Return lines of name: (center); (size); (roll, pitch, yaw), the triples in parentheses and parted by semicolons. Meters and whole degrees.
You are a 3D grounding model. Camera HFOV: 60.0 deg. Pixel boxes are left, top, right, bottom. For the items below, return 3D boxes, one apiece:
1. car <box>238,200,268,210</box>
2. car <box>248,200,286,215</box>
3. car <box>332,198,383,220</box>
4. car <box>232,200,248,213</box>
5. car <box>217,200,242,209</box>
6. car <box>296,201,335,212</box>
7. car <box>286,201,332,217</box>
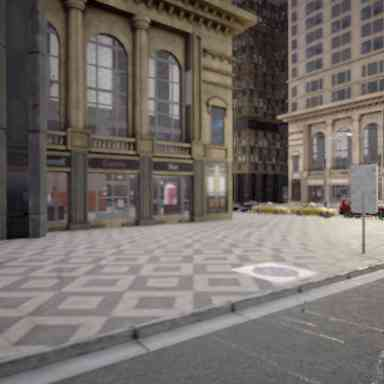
car: (9.445, 1.969, 51.785); (1.947, 1.339, 4.313); (-1, 0, -35)
car: (8.999, 1.822, 37.670); (1.752, 1.417, 4.829); (-1, 0, -35)
car: (15.304, 1.466, 28.769); (2.192, 1.841, 5.009); (-1, 0, -35)
car: (5.698, 1.937, 42.328); (1.947, 1.339, 4.313); (-1, 0, -35)
car: (6.241, 2.054, 56.305); (1.802, 1.307, 4.206); (-1, 0, -35)
car: (15.852, 1.826, 42.746); (1.947, 1.339, 4.313); (-1, 0, -35)
car: (12.203, 1.749, 33.150); (1.752, 1.417, 4.829); (-1, 0, -35)
